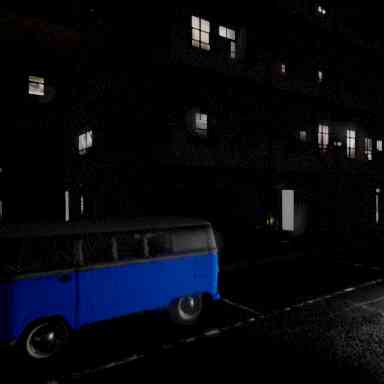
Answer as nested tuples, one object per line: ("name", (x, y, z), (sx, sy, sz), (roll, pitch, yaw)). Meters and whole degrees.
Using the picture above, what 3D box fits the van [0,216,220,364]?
("van", (-1.411, 1.341, 5.559), (3.998, 1.788, 1.690), (0, 0, -35))
